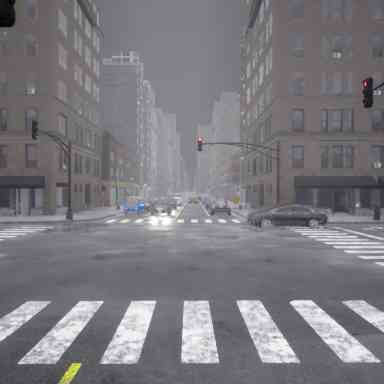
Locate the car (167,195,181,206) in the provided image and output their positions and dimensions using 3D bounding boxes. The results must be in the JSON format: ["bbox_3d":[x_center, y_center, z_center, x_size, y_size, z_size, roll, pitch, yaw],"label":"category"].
[{"bbox_3d":[-2.966,1.495,43.800,2.128,1.511,4.902,0,0,0],"label":"car"}]

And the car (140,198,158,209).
[{"bbox_3d":[-5.722,1.569,44.750,1.947,1.339,4.313,0,0,0],"label":"car"}]

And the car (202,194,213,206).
[{"bbox_3d":[2.803,1.443,44.727,1.967,1.590,4.097,0,0,0],"label":"car"}]

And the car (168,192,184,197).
[{"bbox_3d":[-2.920,1.225,54.530,2.150,2.045,5.566,0,0,0],"label":"car"}]

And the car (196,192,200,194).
[{"bbox_3d":[0.224,1.292,72.961,1.882,1.535,5.008,0,0,0],"label":"car"}]

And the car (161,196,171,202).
[{"bbox_3d":[-5.634,1.544,73.091,1.887,1.381,4.507,0,0,0],"label":"car"}]

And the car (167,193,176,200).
[{"bbox_3d":[-5.582,1.307,90.096,2.192,1.841,5.009,0,0,0],"label":"car"}]

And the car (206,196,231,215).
[{"bbox_3d":[2.768,1.442,33.389,1.967,1.590,4.097,0,0,0],"label":"car"}]

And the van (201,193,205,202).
[{"bbox_3d":[2.838,1.344,56.066,1.690,1.788,3.998,0,0,0],"label":"van"}]

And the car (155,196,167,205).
[{"bbox_3d":[-5.670,1.528,61.585,1.752,1.417,4.829,0,0,0],"label":"car"}]

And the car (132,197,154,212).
[{"bbox_3d":[-5.740,1.443,39.082,1.967,1.590,4.097,0,0,0],"label":"car"}]

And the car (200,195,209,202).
[{"bbox_3d":[2.909,1.437,78.743,1.967,1.590,4.097,0,0,0],"label":"car"}]

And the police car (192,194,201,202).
[{"bbox_3d":[1.040,1.422,79.485,1.930,1.638,5.238,0,0,-1],"label":"police car"}]

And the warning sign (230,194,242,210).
[{"bbox_3d":[5.188,1.118,39.376,1.300,1.860,1.060,0,0,0],"label":"warning sign"}]

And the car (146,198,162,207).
[{"bbox_3d":[-5.705,1.585,50.418,1.802,1.307,4.206,0,0,0],"label":"car"}]

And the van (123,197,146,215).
[{"bbox_3d":[-5.758,1.343,33.413,1.690,1.788,3.998,0,0,0],"label":"van"}]

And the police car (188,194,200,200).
[{"bbox_3d":[0.567,1.415,95.408,1.930,1.638,5.238,0,0,-16],"label":"police car"}]

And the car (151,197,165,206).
[{"bbox_3d":[-5.687,1.569,56.087,1.947,1.339,4.313,0,0,0],"label":"car"}]

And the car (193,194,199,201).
[{"bbox_3d":[1.062,1.448,89.580,1.801,1.575,5.366,0,0,0],"label":"car"}]

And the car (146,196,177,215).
[{"bbox_3d":[-3.003,1.494,33.555,2.128,1.511,4.902,0,0,0],"label":"car"}]

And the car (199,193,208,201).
[{"bbox_3d":[2.926,1.310,84.412,2.192,1.841,5.009,0,0,0],"label":"car"}]

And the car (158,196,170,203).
[{"bbox_3d":[-5.652,1.567,67.423,1.947,1.339,4.313,0,0,0],"label":"car"}]

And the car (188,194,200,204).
[{"bbox_3d":[0.193,1.603,62.987,1.895,1.301,4.718,0,0,0],"label":"car"}]

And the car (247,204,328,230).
[{"bbox_3d":[5.860,1.508,20.685,4.892,1.490,1.837,0,0,0],"label":"car"}]
